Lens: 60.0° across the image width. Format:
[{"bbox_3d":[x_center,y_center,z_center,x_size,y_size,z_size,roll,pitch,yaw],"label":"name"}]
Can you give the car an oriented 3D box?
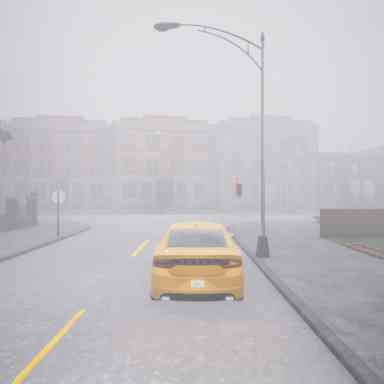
[{"bbox_3d":[0.107,1.478,8.375,1.882,1.535,5.008,0,0,0],"label":"car"}]
